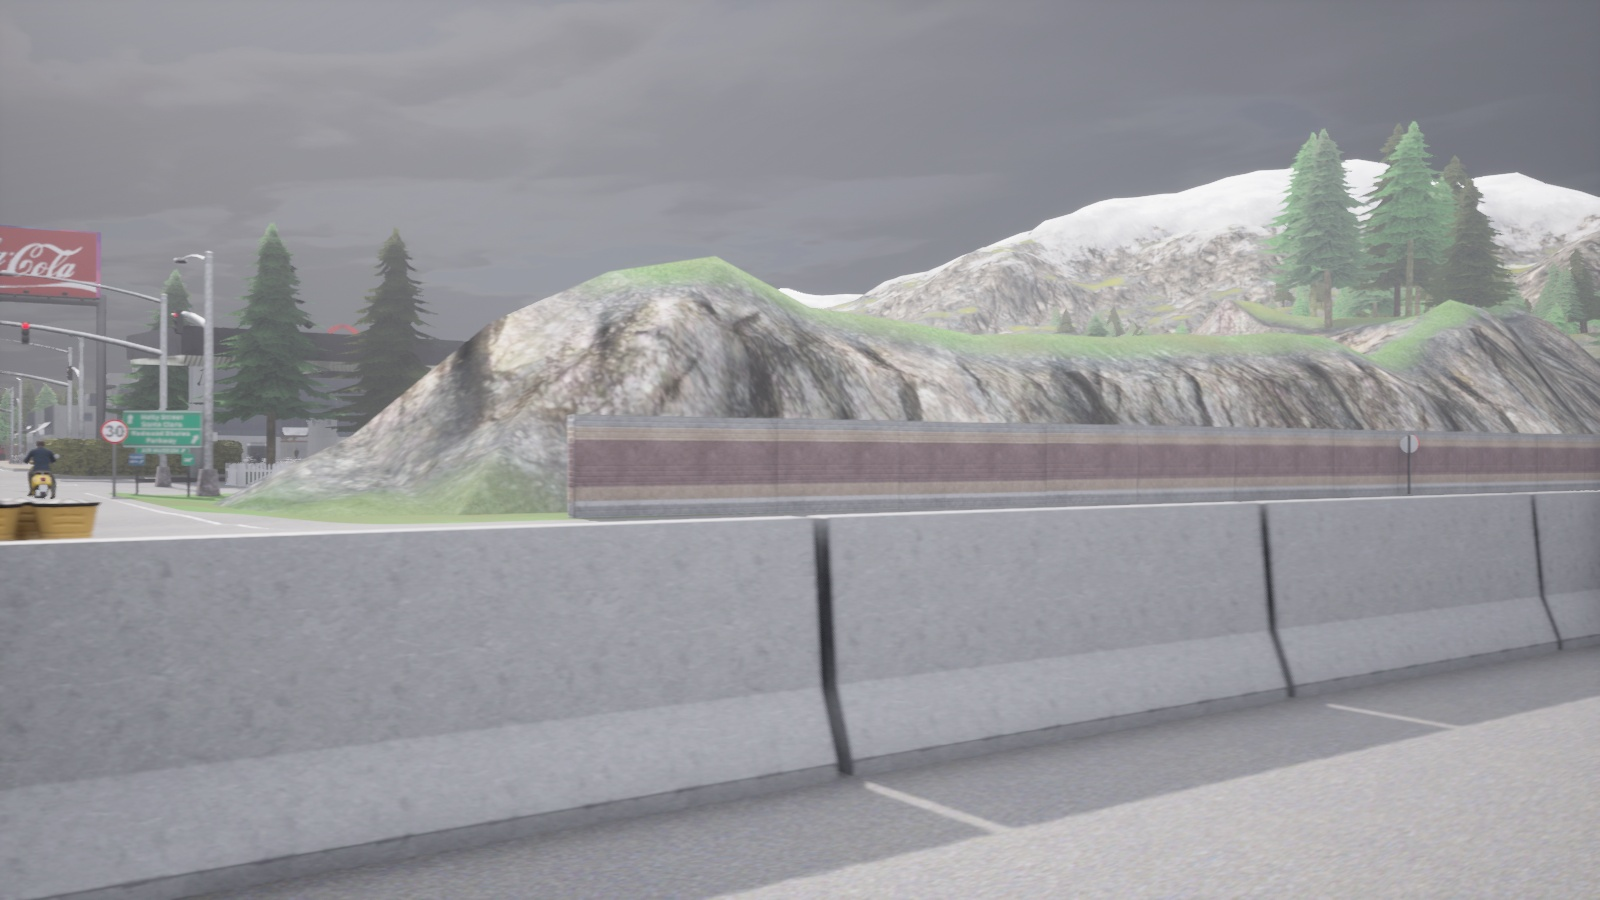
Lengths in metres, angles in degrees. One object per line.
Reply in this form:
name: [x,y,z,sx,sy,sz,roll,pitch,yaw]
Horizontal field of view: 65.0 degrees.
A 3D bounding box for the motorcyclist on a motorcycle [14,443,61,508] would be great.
motorcyclist on a motorcycle: [-19.200,0.620,31.600,0.866,1.590,1.817,0,0,-36]
